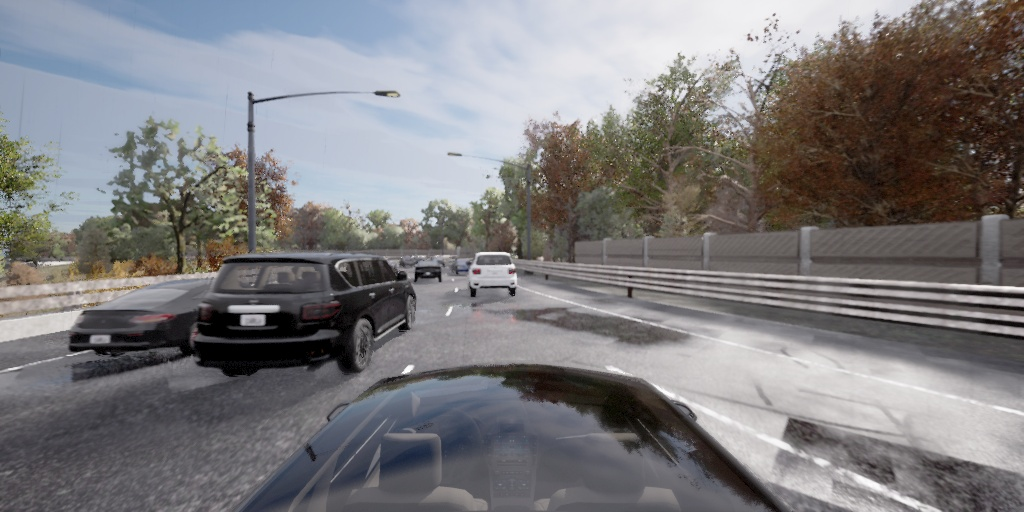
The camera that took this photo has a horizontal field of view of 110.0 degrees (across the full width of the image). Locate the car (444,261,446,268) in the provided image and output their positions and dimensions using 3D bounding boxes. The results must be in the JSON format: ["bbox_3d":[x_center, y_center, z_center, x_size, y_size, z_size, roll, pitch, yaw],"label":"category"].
[{"bbox_3d":[-10.710,0.931,50.584,1.812,1.442,4.674,0,1,-25],"label":"car"}]

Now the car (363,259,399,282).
[{"bbox_3d":[-10.173,1.070,28.214,2.128,1.511,4.902,0,0,-14],"label":"car"}]

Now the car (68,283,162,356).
[{"bbox_3d":[-7.200,1.248,8.462,1.812,1.442,4.674,0,0,-3],"label":"car"}]

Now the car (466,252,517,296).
[{"bbox_3d":[-1.127,0.844,18.454,2.150,2.045,5.566,0,0,-8],"label":"car"}]

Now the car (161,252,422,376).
[{"bbox_3d":[-3.632,0.941,7.561,2.150,2.045,5.566,0,1,-2],"label":"car"}]

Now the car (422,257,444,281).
[{"bbox_3d":[-6.345,1.052,27.215,1.882,1.535,5.008,0,0,-12],"label":"car"}]

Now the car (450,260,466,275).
[{"bbox_3d":[-4.928,1.052,35.439,2.033,1.411,5.357,0,0,-17],"label":"car"}]

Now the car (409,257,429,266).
[{"bbox_3d":[-15.669,0.852,60.152,1.837,1.490,4.892,0,0,-31],"label":"car"}]
